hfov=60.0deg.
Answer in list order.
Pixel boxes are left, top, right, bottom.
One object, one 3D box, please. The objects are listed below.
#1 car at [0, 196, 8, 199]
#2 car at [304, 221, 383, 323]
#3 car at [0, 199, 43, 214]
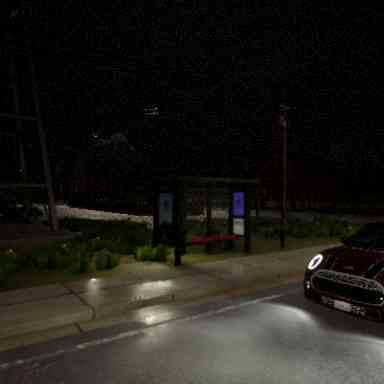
[{"bbox_3d":[-28.404,1.345,46.588,4.605,1.855,1.932,1,0,-36],"label":"car"},{"bbox_3d":[4.477,1.422,7.138,4.553,1.767,2.097,1,0,-35],"label":"car"},{"bbox_3d":[-14.992,1.560,28.547,3.905,1.438,1.784,1,0,-36],"label":"car"}]
